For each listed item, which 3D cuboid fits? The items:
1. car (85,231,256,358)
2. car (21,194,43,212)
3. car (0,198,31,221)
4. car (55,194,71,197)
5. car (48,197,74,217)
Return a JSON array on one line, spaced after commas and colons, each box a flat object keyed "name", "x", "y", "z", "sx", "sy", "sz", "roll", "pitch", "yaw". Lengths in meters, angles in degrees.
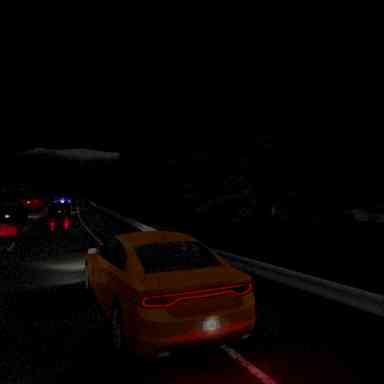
[{"name": "car", "x": -0.820, "y": 1.478, "z": 6.327, "sx": 1.882, "sy": 1.535, "sz": 5.008, "roll": 0, "pitch": 0, "yaw": -25}, {"name": "car", "x": -18.756, "y": 1.221, "z": 38.863, "sx": 2.150, "sy": 2.045, "sz": 5.566, "roll": 0, "pitch": 0, "yaw": -20}, {"name": "car", "x": -14.319, "y": 1.505, "z": 26.600, "sx": 1.837, "sy": 1.490, "sz": 4.892, "roll": 0, "pitch": 0, "yaw": -21}, {"name": "car", "x": -15.849, "y": 1.222, "z": 40.971, "sx": 2.150, "sy": 2.045, "sz": 5.566, "roll": 0, "pitch": 0, "yaw": -19}, {"name": "car", "x": -12.297, "y": 1.492, "z": 31.105, "sx": 2.128, "sy": 1.511, "sz": 4.902, "roll": 0, "pitch": 0, "yaw": -20}]
